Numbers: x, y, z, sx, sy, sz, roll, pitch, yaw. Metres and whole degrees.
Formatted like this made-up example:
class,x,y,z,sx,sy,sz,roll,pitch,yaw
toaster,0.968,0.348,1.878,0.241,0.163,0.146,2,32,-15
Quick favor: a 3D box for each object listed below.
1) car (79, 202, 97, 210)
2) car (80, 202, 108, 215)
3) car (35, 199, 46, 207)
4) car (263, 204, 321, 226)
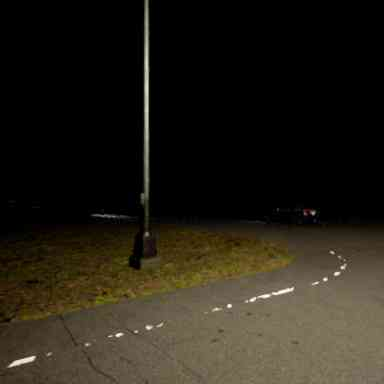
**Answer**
class,x,y,z,sx,sy,sz,roll,pitch,yaw
car,-20.594,2.794,65.948,1.882,1.535,5.008,3,-3,-36
car,-12.333,2.094,42.614,2.128,1.511,4.902,3,-3,-36
car,-38.822,2.840,85.105,2.150,2.045,5.566,3,-2,-32
car,7.851,1.719,26.668,2.097,1.767,4.553,3,-3,-36
